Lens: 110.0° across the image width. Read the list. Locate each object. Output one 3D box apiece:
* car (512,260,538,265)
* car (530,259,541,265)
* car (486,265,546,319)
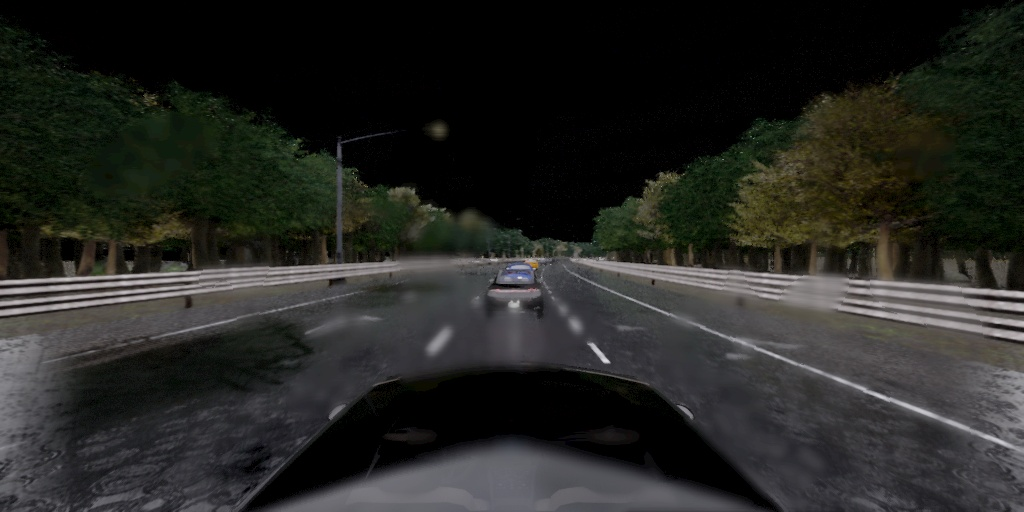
[{"bbox_3d":[0.629,1.240,25.004,1.882,1.535,5.008,0,0,3],"label":"car"},{"bbox_3d":[2.841,1.240,52.420,1.882,1.535,5.008,0,0,6],"label":"car"},{"bbox_3d":[0.161,1.239,12.829,2.128,1.511,4.902,0,0,1],"label":"car"}]
